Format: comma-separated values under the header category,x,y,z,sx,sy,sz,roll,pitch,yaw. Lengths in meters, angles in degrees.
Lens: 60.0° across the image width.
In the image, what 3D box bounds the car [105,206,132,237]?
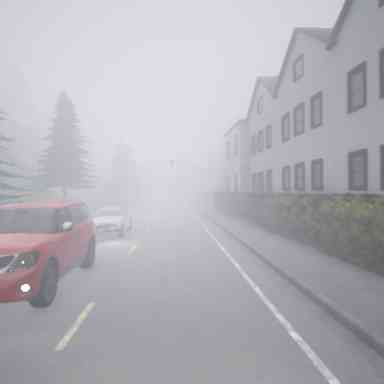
category,x,y,z,sx,sy,sz,roll,pitch,yaw
car,-4.433,1.542,18.214,1.812,1.442,4.674,-1,0,-2

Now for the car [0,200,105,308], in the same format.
category,x,y,z,sx,sy,sz,roll,pitch,yaw
car,-3.955,1.253,8.307,2.150,2.045,5.566,-1,0,-3
